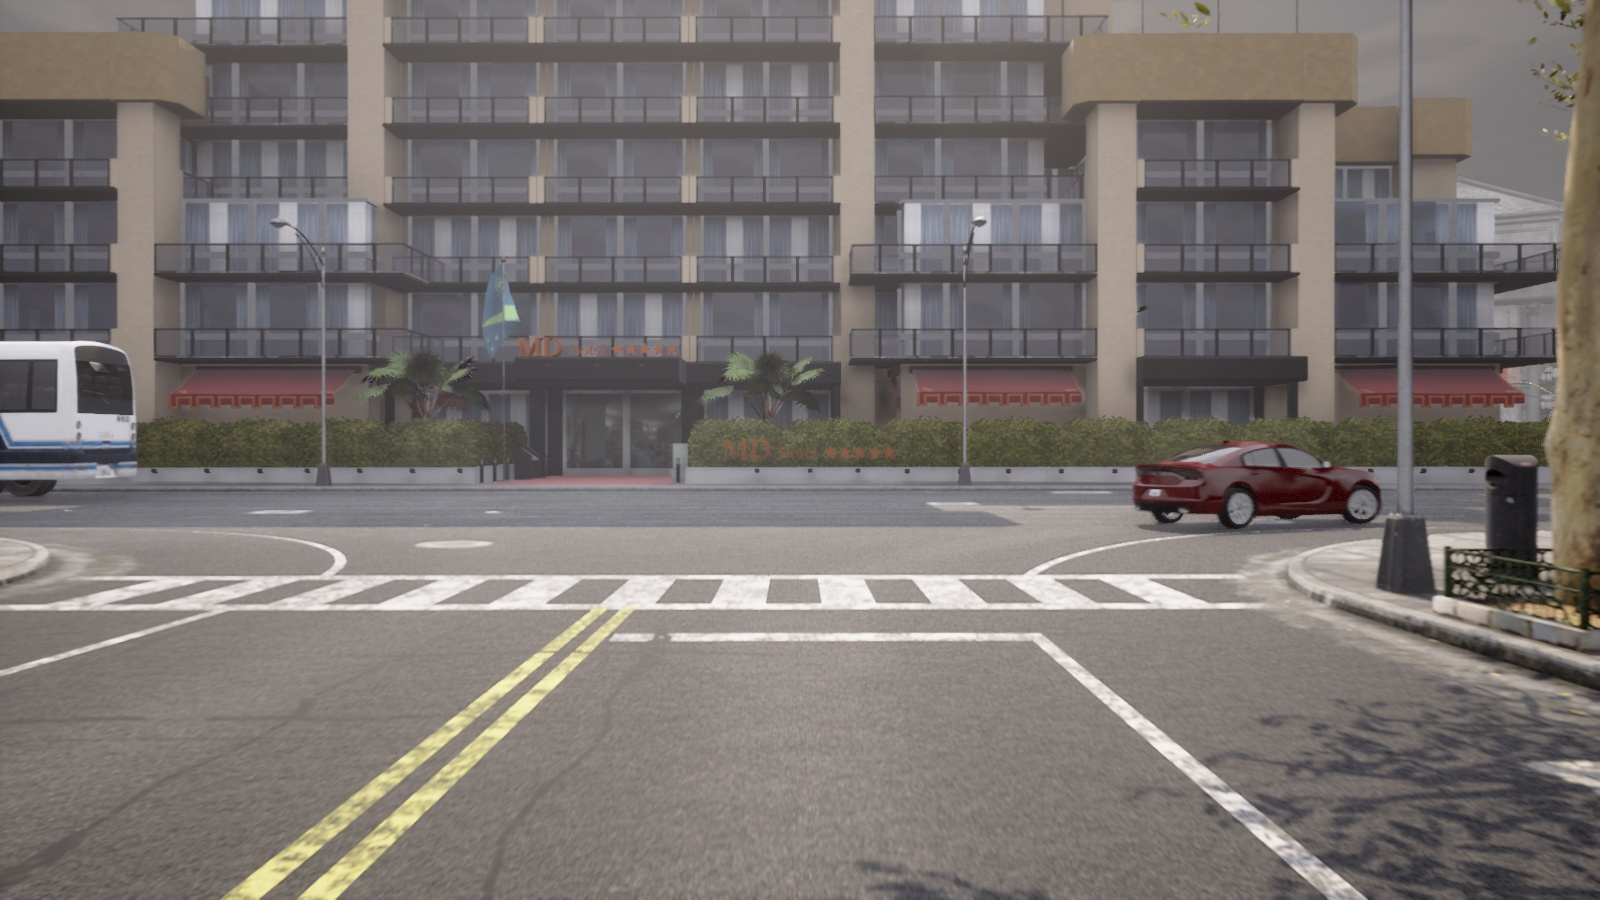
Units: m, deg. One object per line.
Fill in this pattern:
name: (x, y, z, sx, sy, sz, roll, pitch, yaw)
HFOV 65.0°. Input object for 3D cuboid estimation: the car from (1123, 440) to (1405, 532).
car: (8.504, 0.602, 22.942, 5.008, 1.535, 1.882, 0, 0, -25)

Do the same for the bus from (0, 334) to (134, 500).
bus: (-24.294, -0.842, 34.146, 10.273, 4.253, 3.944, 0, 0, 0)

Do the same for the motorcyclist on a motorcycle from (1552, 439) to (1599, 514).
motorcyclist on a motorcycle: (17.399, 0.561, 27.088, 1.817, 1.590, 0.866, 0, 0, 0)
